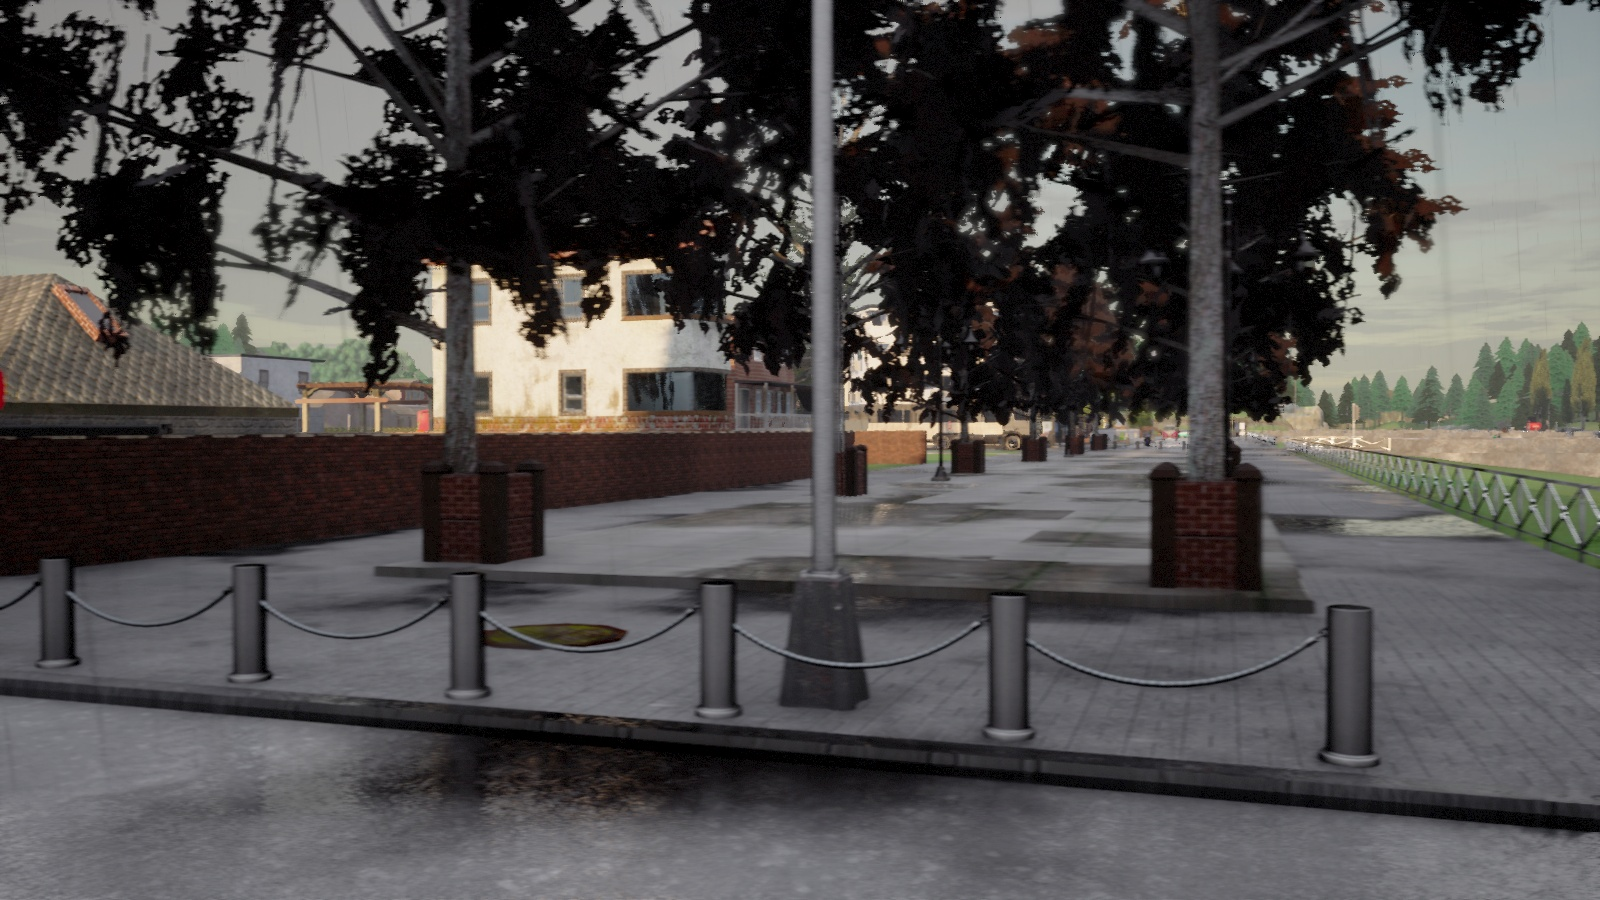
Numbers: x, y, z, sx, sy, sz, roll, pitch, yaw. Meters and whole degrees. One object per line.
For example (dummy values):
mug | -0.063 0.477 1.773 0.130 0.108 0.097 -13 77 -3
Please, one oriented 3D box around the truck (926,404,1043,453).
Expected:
truck | 13.271 -1.554 90.434 7.936 3.462 2.891 1 1 19
